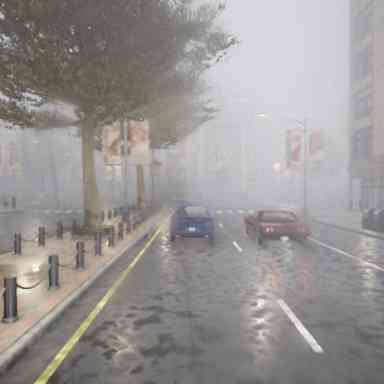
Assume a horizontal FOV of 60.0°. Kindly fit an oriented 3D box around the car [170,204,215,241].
[{"bbox_3d":[0.024,1.296,15.697,1.882,1.535,5.008,0,1,0],"label":"car"}]

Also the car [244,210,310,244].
[{"bbox_3d":[3.513,1.431,14.710,1.895,1.301,4.718,0,1,0],"label":"car"}]
